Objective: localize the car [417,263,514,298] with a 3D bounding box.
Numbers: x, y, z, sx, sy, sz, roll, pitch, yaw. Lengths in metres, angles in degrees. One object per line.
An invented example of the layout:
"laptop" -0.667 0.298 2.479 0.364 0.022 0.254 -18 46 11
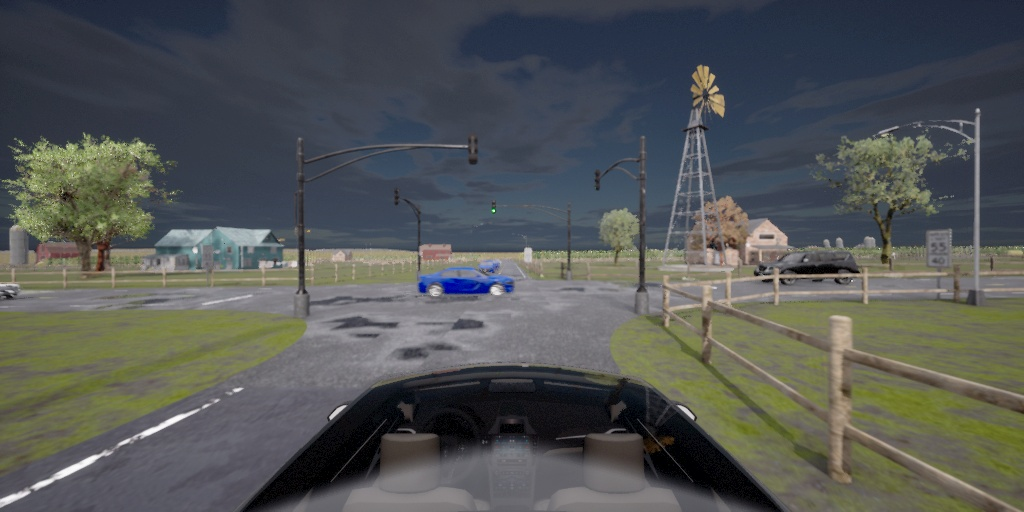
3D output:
"car" -2.380 1.320 18.732 5.008 1.535 1.882 -1 1 0

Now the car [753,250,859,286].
"car" 18.261 0.717 22.379 5.566 2.045 2.150 -2 1 0

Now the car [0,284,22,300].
"car" -28.963 1.802 18.671 4.718 1.301 1.895 -1 1 0

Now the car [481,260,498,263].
"car" -2.952 1.332 42.039 1.882 1.535 5.008 0 0 0

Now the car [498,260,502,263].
"car" -3.020 1.375 57.108 1.882 1.535 5.008 0 0 0
